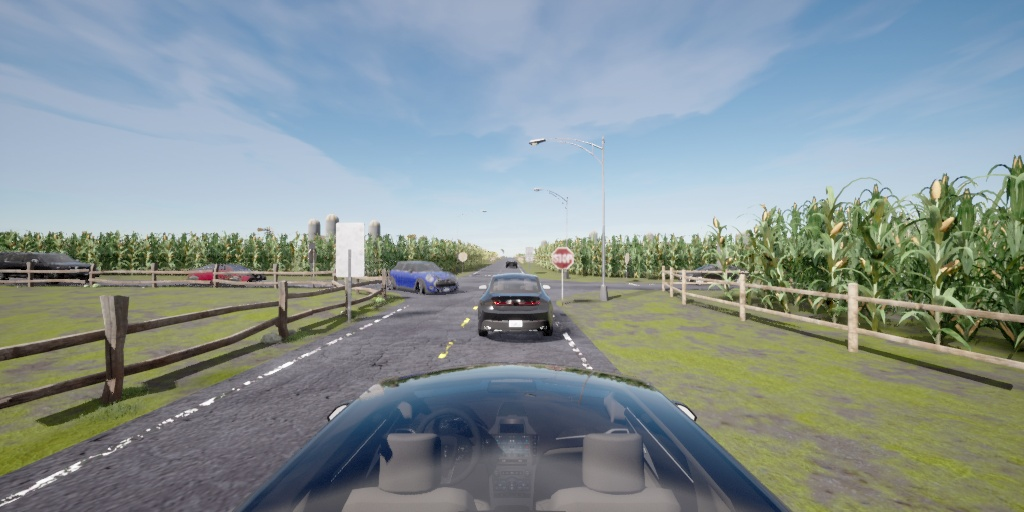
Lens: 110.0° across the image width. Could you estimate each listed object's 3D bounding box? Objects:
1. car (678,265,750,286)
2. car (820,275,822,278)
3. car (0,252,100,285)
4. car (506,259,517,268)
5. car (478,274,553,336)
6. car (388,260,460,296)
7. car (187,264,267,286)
[{"bbox_3d":[14.727,1.374,26.173,4.892,1.490,1.837,0,-1,0],"label":"car"},{"bbox_3d":[25.000,1.430,26.099,4.902,1.511,2.128,0,-1,0],"label":"car"},{"bbox_3d":[-30.725,0.784,23.550,5.566,2.045,2.150,1,-1,-1],"label":"car"},{"bbox_3d":[-0.058,1.201,62.364,1.882,1.535,5.008,0,0,0],"label":"car"},{"bbox_3d":[0.078,1.255,10.369,1.837,1.490,4.892,0,0,0],"label":"car"},{"bbox_3d":[-4.868,1.085,19.592,4.553,1.767,2.097,1,1,44],"label":"car"},{"bbox_3d":[-18.577,1.198,23.471,4.181,1.385,1.994,0,-1,0],"label":"car"}]
